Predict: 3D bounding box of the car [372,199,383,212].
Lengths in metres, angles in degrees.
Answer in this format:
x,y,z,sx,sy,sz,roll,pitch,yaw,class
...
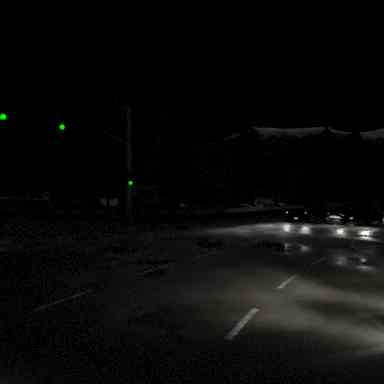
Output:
x,y,z,sx,sy,sz,roll,pitch,yaw,class
22.797,1.511,37.821,5.357,1.411,2.033,0,0,-37,car

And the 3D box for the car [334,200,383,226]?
x,y,z,sx,sy,sz,roll,pitch,yaw,class
12.070,1.476,23.566,1.837,1.490,4.892,0,0,43,car

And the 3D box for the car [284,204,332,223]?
x,y,z,sx,sy,sz,roll,pitch,yaw,class
8.916,1.563,25.378,1.895,1.301,4.718,0,0,43,car

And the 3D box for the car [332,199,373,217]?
x,y,z,sx,sy,sz,roll,pitch,yaw,class
15.383,1.487,31.739,4.674,1.442,1.812,0,0,-41,car

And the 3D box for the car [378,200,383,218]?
x,y,z,sx,sy,sz,roll,pitch,yaw,class
18.731,1.476,30.043,4.892,1.490,1.837,0,0,-41,car
